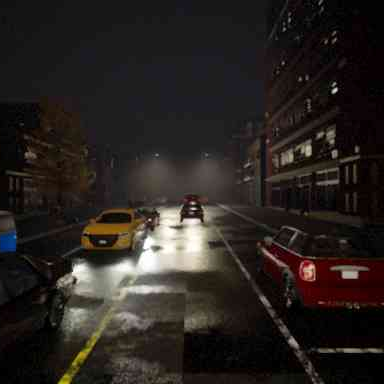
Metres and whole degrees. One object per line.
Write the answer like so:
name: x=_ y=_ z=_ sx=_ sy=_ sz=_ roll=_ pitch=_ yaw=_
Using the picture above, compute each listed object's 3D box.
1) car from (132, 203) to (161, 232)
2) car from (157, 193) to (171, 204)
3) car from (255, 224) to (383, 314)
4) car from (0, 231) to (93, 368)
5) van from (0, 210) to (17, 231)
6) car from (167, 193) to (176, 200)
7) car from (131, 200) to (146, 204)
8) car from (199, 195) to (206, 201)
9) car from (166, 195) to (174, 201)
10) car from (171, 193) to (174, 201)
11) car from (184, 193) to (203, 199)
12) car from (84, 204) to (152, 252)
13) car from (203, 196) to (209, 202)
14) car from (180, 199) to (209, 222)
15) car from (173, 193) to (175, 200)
car: x=-3.008 y=1.597 z=20.223 sx=1.895 sy=1.301 sz=4.718 roll=0 pitch=0 yaw=0
car: x=-5.699 y=1.433 z=64.430 sx=1.967 sy=1.590 sz=4.097 roll=1 pitch=0 yaw=0
car: x=2.703 y=1.439 z=7.628 sx=1.967 sy=1.590 sz=4.097 roll=1 pitch=0 yaw=0
car: x=-3.091 y=1.547 z=4.078 sx=2.033 sy=1.411 sz=5.357 roll=0 pitch=0 yaw=0
van: x=-5.675 y=1.340 z=7.564 sx=1.690 sy=1.788 sz=3.998 roll=1 pitch=0 yaw=0
car: x=-5.708 y=1.312 z=92.864 sx=2.192 sy=1.841 sz=5.009 roll=1 pitch=0 yaw=0
car: x=-5.691 y=1.577 z=35.997 sx=1.802 sy=1.307 sz=4.206 roll=1 pitch=0 yaw=0
car: x=2.669 y=1.578 z=87.241 sx=1.802 sy=1.307 sz=4.206 roll=1 pitch=0 yaw=0
car: x=-5.710 y=1.562 z=87.177 sx=1.947 sy=1.339 sz=4.313 roll=1 pitch=0 yaw=0
car: x=-5.706 y=1.560 z=75.804 sx=1.947 sy=1.339 sz=4.313 roll=1 pitch=0 yaw=0
car: x=0.067 y=1.215 z=45.663 sx=2.150 sy=2.045 sz=5.566 roll=0 pitch=0 yaw=0
car: x=-3.097 y=1.475 z=14.146 sx=1.882 sy=1.535 sz=5.008 roll=0 pitch=0 yaw=1
car: x=2.676 y=1.519 z=70.351 sx=1.752 sy=1.417 sz=4.829 roll=1 pitch=0 yaw=0
car: x=0.011 y=1.543 z=26.265 sx=2.033 sy=1.411 sz=5.357 roll=0 pitch=0 yaw=0
car: x=-5.706 y=1.435 z=81.491 sx=1.967 sy=1.590 sz=4.097 roll=1 pitch=0 yaw=0
